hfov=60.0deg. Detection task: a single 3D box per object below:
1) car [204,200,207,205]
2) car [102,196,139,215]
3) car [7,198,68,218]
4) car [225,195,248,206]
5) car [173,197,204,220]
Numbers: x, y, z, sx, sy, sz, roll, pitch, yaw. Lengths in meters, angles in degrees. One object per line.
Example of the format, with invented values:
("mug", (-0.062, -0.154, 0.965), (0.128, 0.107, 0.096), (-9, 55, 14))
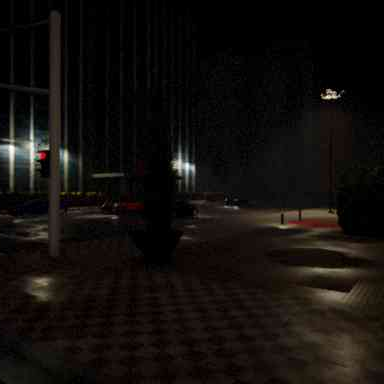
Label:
("car", (0.170, 1.445, 48.092), (1.895, 1.301, 4.718), (0, 0, 35))
("car", (-6.544, 1.217, 32.400), (2.097, 1.767, 4.553), (0, 0, 35))
("car", (-13.302, 1.322, 28.840), (1.882, 1.535, 5.008), (0, 0, 35))
("car", (6.911, 1.214, 51.542), (2.097, 1.767, 4.553), (0, 0, 35))
("car", (-1.326, 1.410, 27.326), (1.837, 1.490, 4.892), (0, 0, 35))
